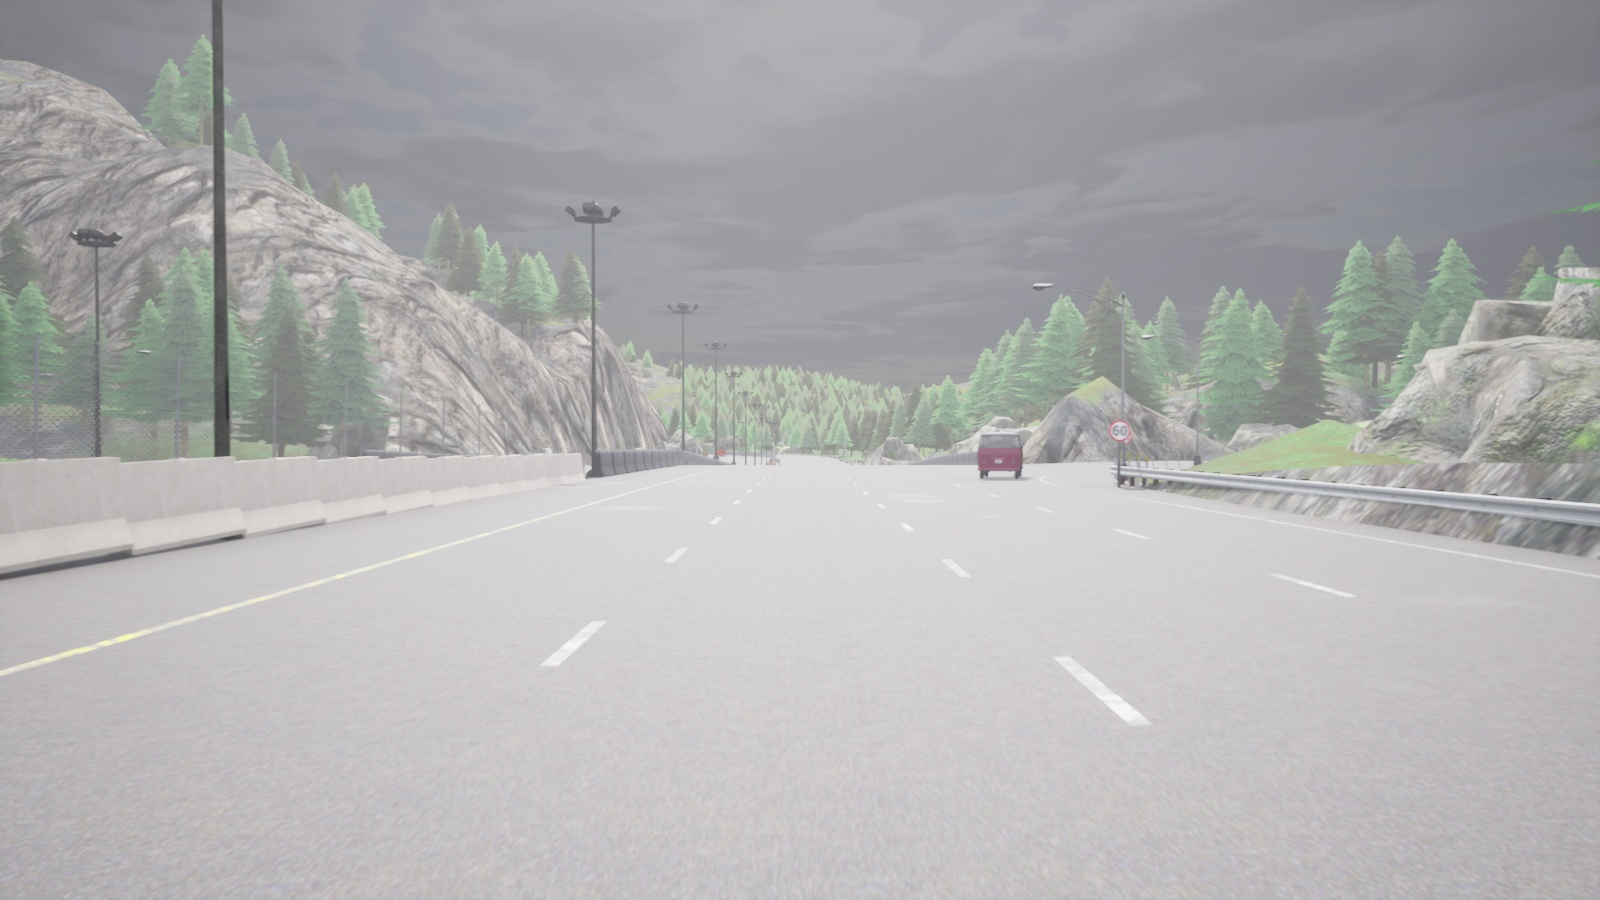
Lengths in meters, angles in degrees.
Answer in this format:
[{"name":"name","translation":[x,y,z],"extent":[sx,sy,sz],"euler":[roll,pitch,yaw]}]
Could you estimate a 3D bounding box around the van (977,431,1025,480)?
[{"name":"van","translation":[8.681,0.207,53.901],"extent":[1.775,1.987,4.442],"euler":[0,0,13]}]
